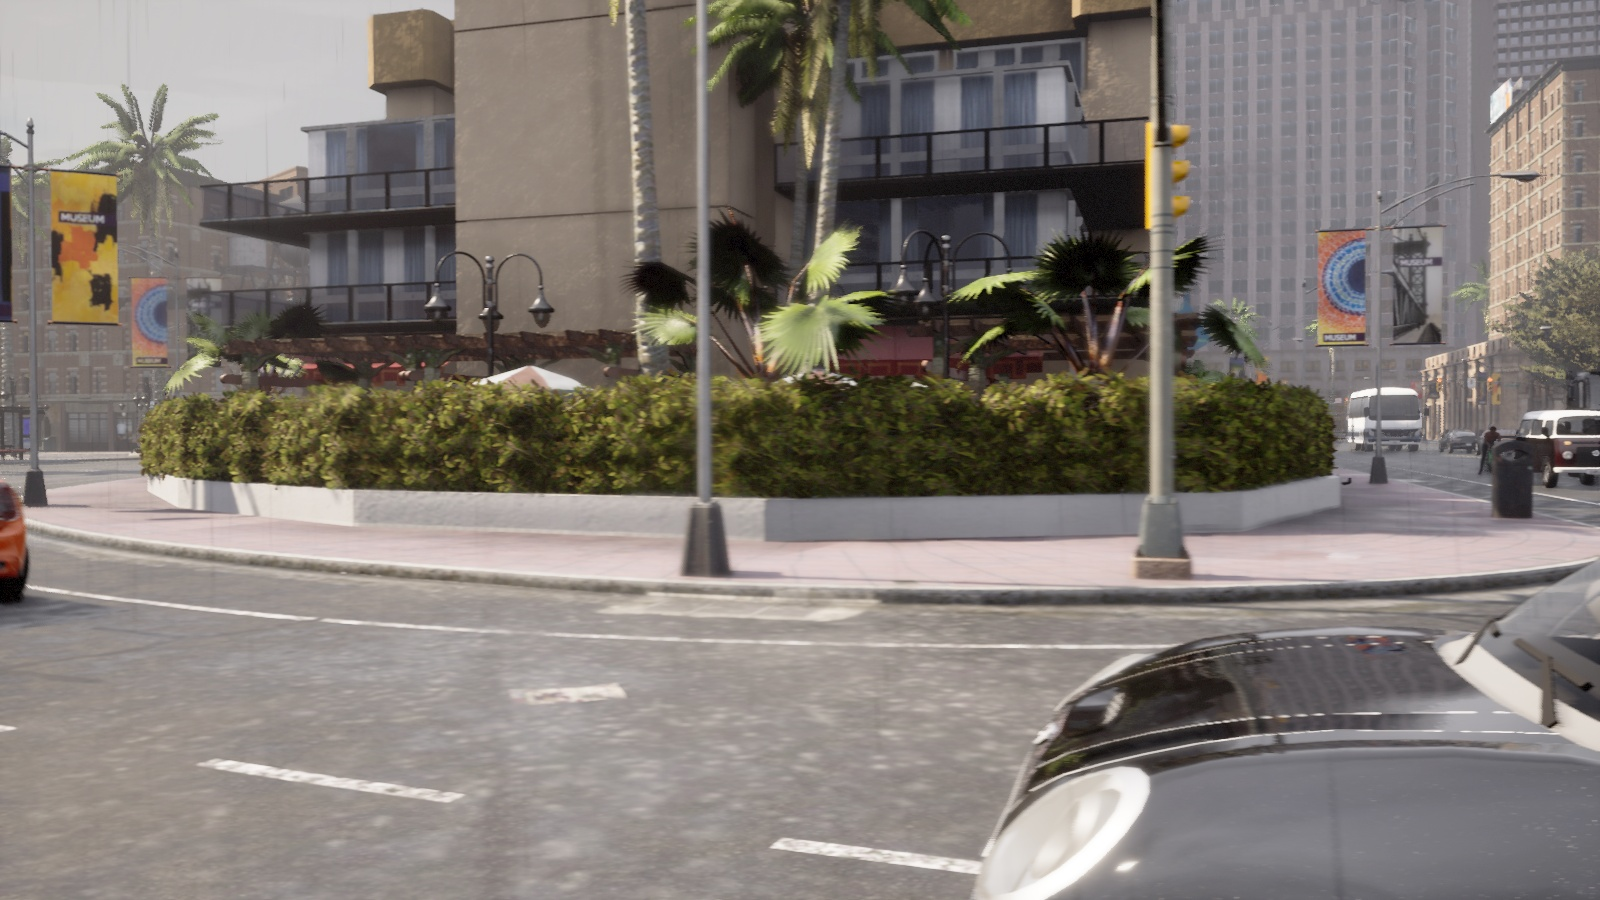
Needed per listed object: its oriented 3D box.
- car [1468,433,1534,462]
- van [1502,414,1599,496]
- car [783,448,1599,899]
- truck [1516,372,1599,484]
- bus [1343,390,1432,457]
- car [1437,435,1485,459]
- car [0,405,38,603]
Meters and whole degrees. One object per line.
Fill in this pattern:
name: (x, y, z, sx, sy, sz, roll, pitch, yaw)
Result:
car: (38.264, -0.161, 68.653, 2.128, 1.511, 4.902, 0, 1, 17)
van: (20.377, 0.098, 33.356, 2.069, 2.038, 4.480, 0, 1, 17)
car: (2.082, 0.760, 2.487, 3.806, 1.475, 1.970, 1, 1, 17)
truck: (26.655, -0.722, 42.096, 2.891, 3.462, 7.936, 0, 1, 17)
bus: (39.473, -1.745, 84.833, 3.944, 4.253, 10.273, 0, 1, 17)
car: (41.146, -0.233, 78.267, 1.812, 1.442, 4.674, 0, 1, 17)
car: (-9.436, 0.461, 11.841, 4.553, 1.767, 2.097, 1, 1, 34)
